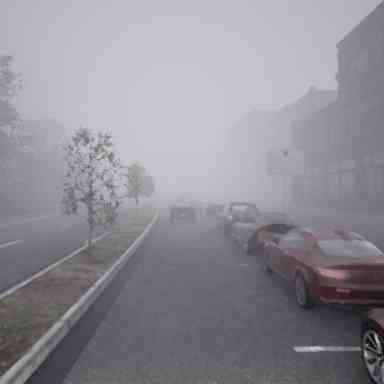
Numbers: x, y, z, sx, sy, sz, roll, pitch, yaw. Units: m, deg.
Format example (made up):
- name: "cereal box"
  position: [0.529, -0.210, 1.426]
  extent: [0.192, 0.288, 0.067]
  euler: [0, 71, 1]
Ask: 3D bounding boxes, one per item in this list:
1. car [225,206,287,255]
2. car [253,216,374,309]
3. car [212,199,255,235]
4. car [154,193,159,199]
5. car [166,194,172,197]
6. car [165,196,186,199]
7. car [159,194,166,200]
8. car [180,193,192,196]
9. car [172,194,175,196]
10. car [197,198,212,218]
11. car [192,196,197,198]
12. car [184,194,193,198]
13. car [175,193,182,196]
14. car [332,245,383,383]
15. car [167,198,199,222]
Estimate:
- name: "car"
  position: [2.836, 1.509, 13.322]
  extent: [2.163, 1.488, 4.792]
  euler: [0, 0, -1]
- name: "car"
  position: [2.969, 1.521, 7.720]
  extent: [2.002, 1.452, 4.674]
  euler: [0, 0, -1]
- name: "car"
  position: [2.612, 1.350, 18.818]
  extent: [2.185, 1.767, 4.553]
  euler: [0, 0, -2]
- name: "car"
  position: [-8.323, 1.187, 91.780]
  extent: [2.163, 1.488, 4.792]
  euler: [0, 0, -15]
- name: "car"
  position: [-4.044, 1.286, 74.237]
  extent: [1.946, 1.575, 5.366]
  euler: [0, 0, -11]
- name: "car"
  position: [-2.190, 1.557, 42.872]
  extent: [1.895, 1.301, 4.718]
  euler: [0, 0, -6]
- name: "car"
  position: [-6.532, 1.207, 84.970]
  extent: [1.946, 1.575, 5.366]
  euler: [0, 0, -13]
- name: "car"
  position: [-0.273, 1.412, 52.279]
  extent: [1.946, 1.575, 5.366]
  euler: [0, 0, -7]
- name: "car"
  position: [-1.907, 1.365, 63.115]
  extent: [2.231, 1.521, 4.892]
  euler: [0, 0, -9]
- name: "car"
  position: [1.949, 1.466, 29.944]
  extent: [2.231, 1.521, 4.892]
  euler: [0, 0, -4]
- name: "car"
  position: [1.511, 1.457, 35.489]
  extent: [2.097, 1.535, 5.008]
  euler: [0, 0, -5]
- name: "car"
  position: [0.412, 1.431, 46.757]
  extent: [1.946, 1.575, 5.366]
  euler: [0, 0, -6]
- name: "car"
  position: [-1.042, 1.141, 57.634]
  extent: [2.435, 2.045, 5.566]
  euler: [0, 0, -8]
- name: "car"
  position: [3.048, 1.510, 2.192]
  extent: [2.163, 1.488, 4.792]
  euler: [0, 0, 0]
- name: "car"
  position: [-0.782, 1.463, 25.859]
  extent: [1.882, 1.535, 5.008]
  euler: [0, 0, -3]
